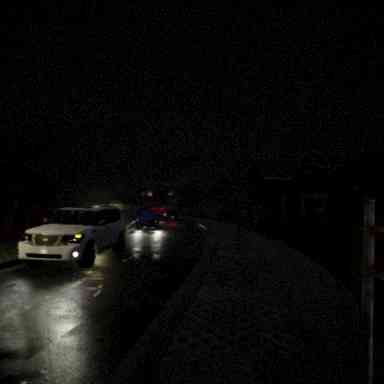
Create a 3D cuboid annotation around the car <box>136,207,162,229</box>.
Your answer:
[{"bbox_3d":[-3.823,2.353,29.238,1.882,1.535,5.008,2,-2,-5],"label":"car"}]

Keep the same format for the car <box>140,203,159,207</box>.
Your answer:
[{"bbox_3d":[-6.259,2.643,44.823,2.128,1.511,4.902,2,-2,-16],"label":"car"}]

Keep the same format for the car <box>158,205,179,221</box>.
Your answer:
[{"bbox_3d":[-2.789,2.807,41.868,1.837,1.490,4.892,2,-2,-12],"label":"car"}]

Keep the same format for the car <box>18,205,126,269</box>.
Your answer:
[{"bbox_3d":[-4.220,1.553,12.859,2.150,2.045,5.566,1,-2,6],"label":"car"}]

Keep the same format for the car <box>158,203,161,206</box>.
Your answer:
[{"bbox_3d":[-6.290,2.799,53.331,2.150,2.045,5.566,2,-2,-21],"label":"car"}]
